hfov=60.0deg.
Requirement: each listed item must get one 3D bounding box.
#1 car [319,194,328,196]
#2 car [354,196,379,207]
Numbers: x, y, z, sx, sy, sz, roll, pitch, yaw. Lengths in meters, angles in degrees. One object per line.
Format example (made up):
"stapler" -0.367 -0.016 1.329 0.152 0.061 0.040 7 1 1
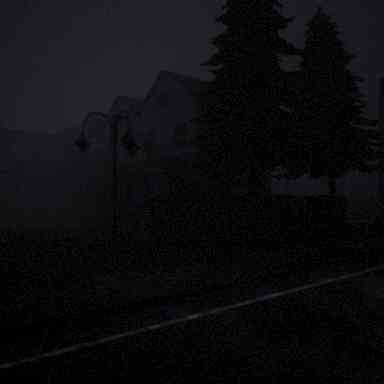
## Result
"car" 29.040 1.373 72.055 1.905 1.878 3.866 0 0 -36
"car" 26.305 1.322 48.634 1.932 1.855 4.605 0 0 -36
